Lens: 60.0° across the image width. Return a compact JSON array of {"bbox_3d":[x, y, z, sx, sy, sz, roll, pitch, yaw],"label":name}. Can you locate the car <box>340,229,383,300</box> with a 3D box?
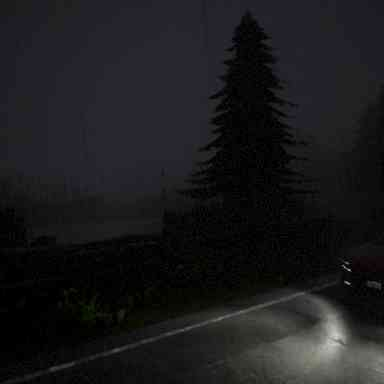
[{"bbox_3d":[5.362,1.437,7.687,5.008,1.535,1.882,0,0,-38],"label":"car"}]
